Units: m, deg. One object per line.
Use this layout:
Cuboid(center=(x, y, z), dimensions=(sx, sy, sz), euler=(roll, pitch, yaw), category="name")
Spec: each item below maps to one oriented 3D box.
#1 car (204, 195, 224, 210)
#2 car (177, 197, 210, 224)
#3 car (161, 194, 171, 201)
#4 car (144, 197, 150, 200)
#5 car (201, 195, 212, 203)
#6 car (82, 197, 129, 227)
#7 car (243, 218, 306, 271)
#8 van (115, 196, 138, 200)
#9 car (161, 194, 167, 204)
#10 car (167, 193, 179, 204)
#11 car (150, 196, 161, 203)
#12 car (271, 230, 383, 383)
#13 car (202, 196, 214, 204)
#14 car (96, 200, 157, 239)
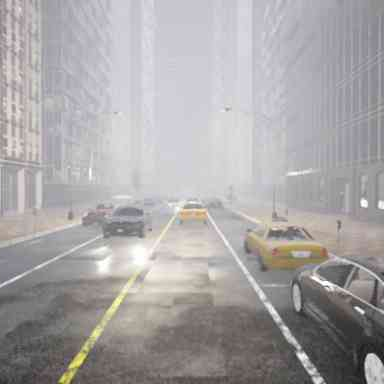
Cuboid(center=(2.670, 1.388, 38.794), dimensions=(1.947, 1.339, 4.313), euler=(0, 0, 0), category="car")
Cuboid(center=(0.088, 1.352, 23.465), dimensions=(1.801, 1.575, 5.366), euler=(0, 0, 0), category="car")
Cuboid(center=(-5.725, 1.182, 72.952), dimensions=(1.887, 1.381, 4.507), euler=(0, 0, 0), category="car")
Cuboid(center=(-5.708, 1.416, 33.107), dimensions=(1.947, 1.339, 4.313), euler=(0, 0, 0), category="car")
Cuboid(center=(2.660, 1.247, 61.565), dimensions=(1.887, 1.381, 4.507), euler=(0, 0, 0), category="car")
Cuboid(center=(-5.703, 1.344, 21.722), dimensions=(1.967, 1.590, 4.097), euler=(0, 0, 0), category="car")
Cuboid(center=(2.683, 1.480, 10.501), dimensions=(1.752, 1.417, 4.829), euler=(0, 0, 0), category="car")
Cuboid(center=(-5.706, 1.219, 27.412), dimensions=(1.690, 1.788, 3.998), euler=(0, 0, 0), category="van")
Cuboid(center=(-5.718, 1.298, 55.875), dimensions=(1.947, 1.339, 4.313), euler=(0, 0, 0), category="car")
Cuboid(center=(-3.082, 1.286, 57.600), dimensions=(1.994, 1.385, 4.181), euler=(0, 0, 0), category="car")
Cuboid(center=(-5.713, 1.358, 44.491), dimensions=(1.947, 1.339, 4.313), euler=(0, 0, 0), category="car")
Cuboid(center=(2.685, 1.531, 4.638), dimensions=(2.008, 1.369, 4.403), euler=(0, 0, 0), category="car")
Cuboid(center=(2.663, 1.315, 55.871), dimensions=(1.802, 1.307, 4.206), euler=(0, 0, 0), category="car")
Cuboid(center=(-3.109, 1.404, 16.933), dimensions=(1.882, 1.535, 5.008), euler=(0, 0, 0), category="car")
